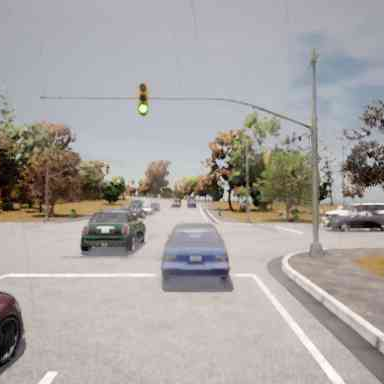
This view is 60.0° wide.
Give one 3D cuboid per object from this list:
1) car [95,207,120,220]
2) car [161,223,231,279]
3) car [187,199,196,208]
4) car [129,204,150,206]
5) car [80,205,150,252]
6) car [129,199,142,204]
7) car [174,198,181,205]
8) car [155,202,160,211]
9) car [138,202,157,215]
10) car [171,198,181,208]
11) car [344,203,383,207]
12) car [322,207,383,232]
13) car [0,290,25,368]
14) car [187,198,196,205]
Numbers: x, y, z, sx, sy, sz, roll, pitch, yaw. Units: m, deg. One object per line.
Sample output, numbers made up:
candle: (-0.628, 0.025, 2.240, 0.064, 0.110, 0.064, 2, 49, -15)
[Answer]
car: (-10.644, 2.697, 42.087, 2.033, 1.411, 5.357, 0, -1, -3)
car: (0.089, 1.682, 10.411, 2.033, 1.411, 5.357, 0, -1, 0)
car: (-0.021, 2.618, 72.240, 1.812, 1.442, 4.674, 0, 1, 0)
car: (-7.102, 2.644, 42.274, 2.128, 1.511, 4.902, 0, -1, 1)
car: (-3.407, 1.619, 15.196, 2.097, 1.767, 4.553, 0, -2, 0)
car: (-10.520, 2.461, 62.720, 2.150, 2.045, 5.566, 0, 1, 0)
car: (-3.618, 2.287, 82.334, 1.837, 1.490, 4.892, 0, 1, -3)
car: (-7.031, 2.748, 62.458, 1.837, 1.490, 4.892, 0, 1, 0)
car: (-7.095, 2.808, 52.168, 1.812, 1.442, 4.674, 0, 0, 0)
car: (-3.521, 2.689, 72.305, 1.895, 1.301, 4.718, 0, 1, 0)
car: (13.764, 1.920, 27.581, 5.566, 2.045, 2.150, 0, -2, -2)
car: (12.115, 2.067, 24.050, 4.902, 1.511, 2.128, 0, -2, -1)
car: (-3.395, 1.581, 3.123, 1.994, 1.385, 4.181, 0, 0, -1)
car: (-0.119, 2.342, 82.420, 1.994, 1.385, 4.181, 0, 1, -3)
